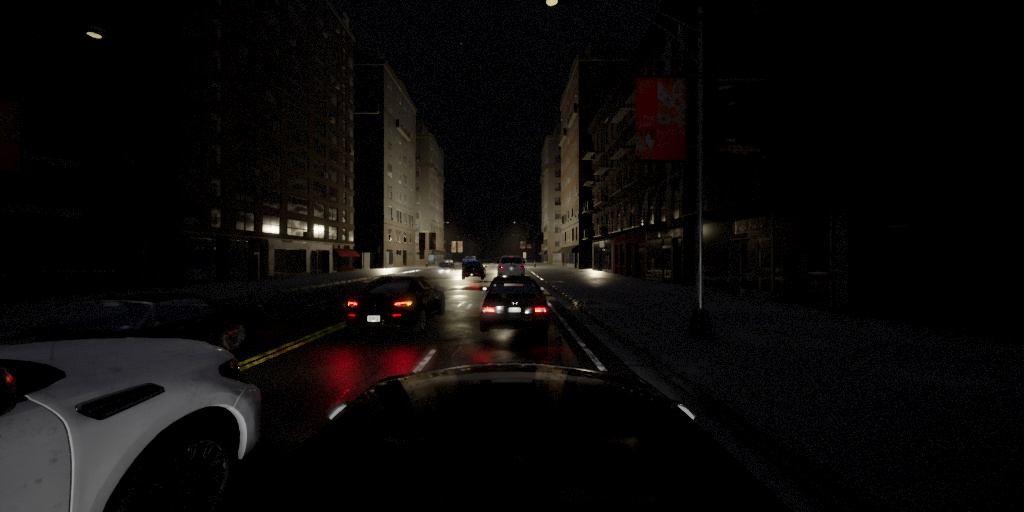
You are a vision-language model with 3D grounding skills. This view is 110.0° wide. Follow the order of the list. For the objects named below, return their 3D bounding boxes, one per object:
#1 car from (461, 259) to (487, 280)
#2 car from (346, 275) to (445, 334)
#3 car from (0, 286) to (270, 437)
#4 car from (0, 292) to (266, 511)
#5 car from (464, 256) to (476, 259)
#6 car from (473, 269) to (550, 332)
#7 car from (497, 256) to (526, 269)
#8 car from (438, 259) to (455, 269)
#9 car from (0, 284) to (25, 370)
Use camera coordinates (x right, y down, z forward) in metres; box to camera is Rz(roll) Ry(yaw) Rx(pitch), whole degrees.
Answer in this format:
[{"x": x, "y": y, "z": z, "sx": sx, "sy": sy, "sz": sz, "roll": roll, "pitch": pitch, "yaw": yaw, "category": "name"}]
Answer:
[{"x": -3.323, "y": 1.270, "z": 31.716, "sx": 1.837, "sy": 1.490, "sz": 4.892, "roll": 0, "pitch": 0, "yaw": -1, "category": "car"}, {"x": -3.200, "y": 1.277, "z": 10.558, "sx": 1.812, "sy": 1.442, "sz": 4.674, "roll": 0, "pitch": 0, "yaw": 0, "category": "car"}, {"x": -6.626, "y": 1.351, "z": 6.057, "sx": 1.895, "sy": 1.301, "sz": 4.718, "roll": 0, "pitch": 0, "yaw": 0, "category": "car"}, {"x": -3.138, "y": 0.972, "z": 0.570, "sx": 2.150, "sy": 2.045, "sz": 5.566, "roll": 0, "pitch": 0, "yaw": 0, "category": "car"}, {"x": -6.850, "y": 1.022, "z": 58.148, "sx": 2.150, "sy": 2.045, "sz": 5.566, "roll": 0, "pitch": -1, "yaw": 0, "category": "car"}, {"x": 0.049, "y": 1.299, "z": 10.841, "sx": 2.033, "sy": 1.411, "sz": 5.357, "roll": 0, "pitch": 0, "yaw": 0, "category": "car"}, {"x": -0.061, "y": 0.985, "z": 29.374, "sx": 2.150, "sy": 2.045, "sz": 5.566, "roll": 0, "pitch": 0, "yaw": 0, "category": "car"}, {"x": -10.111, "y": 1.284, "z": 55.610, "sx": 2.128, "sy": 1.511, "sz": 4.902, "roll": 0, "pitch": 0, "yaw": 0, "category": "car"}, {"x": -9.864, "y": 1.255, "z": 4.142, "sx": 1.837, "sy": 1.490, "sz": 4.892, "roll": 0, "pitch": 0, "yaw": 0, "category": "car"}]
